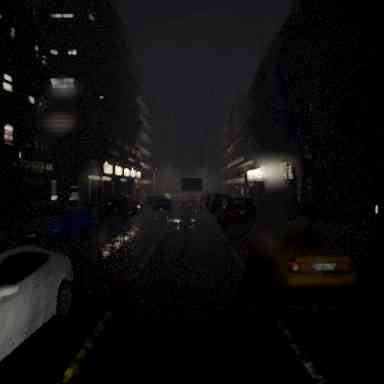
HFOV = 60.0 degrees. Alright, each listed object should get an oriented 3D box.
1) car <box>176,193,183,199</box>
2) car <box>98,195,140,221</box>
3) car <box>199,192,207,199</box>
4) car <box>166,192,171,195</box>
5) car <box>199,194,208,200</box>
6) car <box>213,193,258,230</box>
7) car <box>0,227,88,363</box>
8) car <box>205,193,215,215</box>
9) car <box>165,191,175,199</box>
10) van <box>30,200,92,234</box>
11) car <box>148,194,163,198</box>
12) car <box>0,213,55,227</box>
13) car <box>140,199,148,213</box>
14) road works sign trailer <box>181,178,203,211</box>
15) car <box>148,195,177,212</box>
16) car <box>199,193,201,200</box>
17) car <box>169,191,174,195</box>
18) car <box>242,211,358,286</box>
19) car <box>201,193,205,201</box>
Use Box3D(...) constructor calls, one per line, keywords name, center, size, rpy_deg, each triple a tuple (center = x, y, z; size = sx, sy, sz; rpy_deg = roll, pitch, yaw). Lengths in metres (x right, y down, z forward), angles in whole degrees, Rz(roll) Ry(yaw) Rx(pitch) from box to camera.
Box3D(name="car", center=(-3.008, 0.891, 77.303), size=(1.812, 1.442, 4.674), rpy_deg=(0, 0, 0))
Box3D(name="car", center=(-5.696, 1.149, 25.712), size=(2.192, 1.841, 5.009), rpy_deg=(-1, 0, 0))
Box3D(name="car", center=(2.670, 0.917, 81.705), size=(1.967, 1.590, 4.097), rpy_deg=(-1, 0, 0))
Box3D(name="car", center=(-5.707, 1.134, 64.928), size=(2.008, 1.369, 4.403), rpy_deg=(-1, 0, 0))
Box3D(name="car", center=(2.672, 1.078, 76.104), size=(1.947, 1.339, 4.313), rpy_deg=(-1, 0, 0))
Box3D(name="car", center=(2.674, 1.185, 20.083), size=(2.192, 1.841, 5.009), rpy_deg=(-1, 0, 0))
Box3D(name="car", center=(-3.103, 1.496, 4.513), size=(1.812, 1.442, 4.674), rpy_deg=(0, 0, 0))
Box3D(name="car", center=(2.673, 1.113, 31.287), size=(2.192, 1.841, 5.009), rpy_deg=(-1, 0, 0))
Box3D(name="car", center=(-5.712, 0.757, 87.334), size=(2.192, 1.841, 5.009), rpy_deg=(-1, 0, 0))
Box3D(name="van", center=(-5.672, 1.247, 14.509), size=(1.690, 1.788, 3.998), rpy_deg=(-1, 0, 0))
Box3D(name="car", center=(-5.705, 1.272, 48.122), size=(1.802, 1.307, 4.206), rpy_deg=(-1, 0, 0))
Box3D(name="car", center=(-5.669, 1.493, 8.908), size=(2.008, 1.369, 4.403), rpy_deg=(-1, 0, 0))
Box3D(name="car", center=(-5.711, 1.348, 31.316), size=(2.008, 1.369, 4.403), rpy_deg=(-1, 0, 0))
Box3D(name="road works sign trailer", center=(-0.001, 0.225, 37.130), size=(2.380, 3.560, 2.880), rpy_deg=(0, 0, 1))
Box3D(name="car", center=(-3.102, 1.315, 36.046), size=(2.033, 1.411, 5.357), rpy_deg=(0, 0, 0))
Box3D(name="car", center=(2.672, 1.072, 70.671), size=(1.752, 1.417, 4.829), rpy_deg=(-1, 0, 0))
Box3D(name="car", center=(-5.708, 1.063, 76.131), size=(2.008, 1.369, 4.403), rpy_deg=(-1, 0, 0))
Box3D(name="car", center=(2.678, 1.466, 9.050), size=(1.752, 1.417, 4.829), rpy_deg=(-1, 0, 0))
Box3D(name="car", center=(2.672, 1.041, 42.491), size=(2.192, 1.841, 5.009), rpy_deg=(-1, 0, 0))
